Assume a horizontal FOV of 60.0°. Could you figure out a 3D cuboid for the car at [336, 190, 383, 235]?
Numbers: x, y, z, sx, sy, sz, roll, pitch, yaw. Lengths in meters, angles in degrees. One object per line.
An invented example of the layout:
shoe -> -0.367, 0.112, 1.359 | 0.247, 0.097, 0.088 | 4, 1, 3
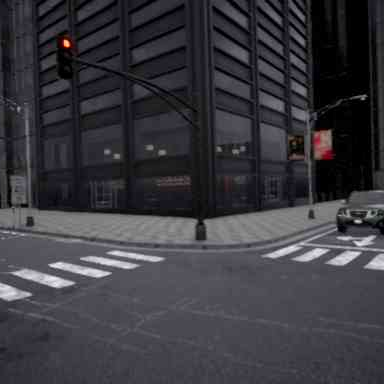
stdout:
car -> 9.224, 0.936, 17.299 | 2.150, 2.045, 5.566 | -1, 0, 38
